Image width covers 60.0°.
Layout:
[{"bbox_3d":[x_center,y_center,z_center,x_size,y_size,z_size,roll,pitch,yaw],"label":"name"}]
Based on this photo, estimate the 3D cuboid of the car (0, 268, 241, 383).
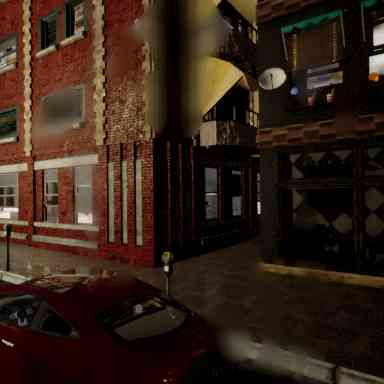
[{"bbox_3d":[-1.472,1.583,3.899,4.206,1.307,1.802,0,-1,36],"label":"car"}]
